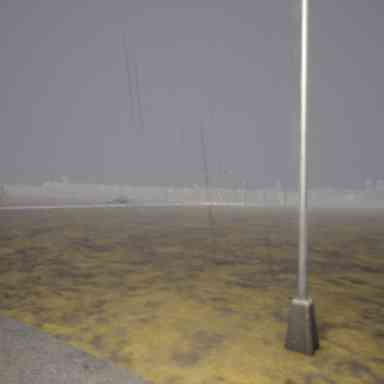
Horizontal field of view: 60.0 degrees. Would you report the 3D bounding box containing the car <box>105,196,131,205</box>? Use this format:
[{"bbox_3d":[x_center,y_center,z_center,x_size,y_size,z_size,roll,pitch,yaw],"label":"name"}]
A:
[{"bbox_3d":[-12.268,1.420,55.334,1.837,1.490,4.892,0,-1,36],"label":"car"}]
